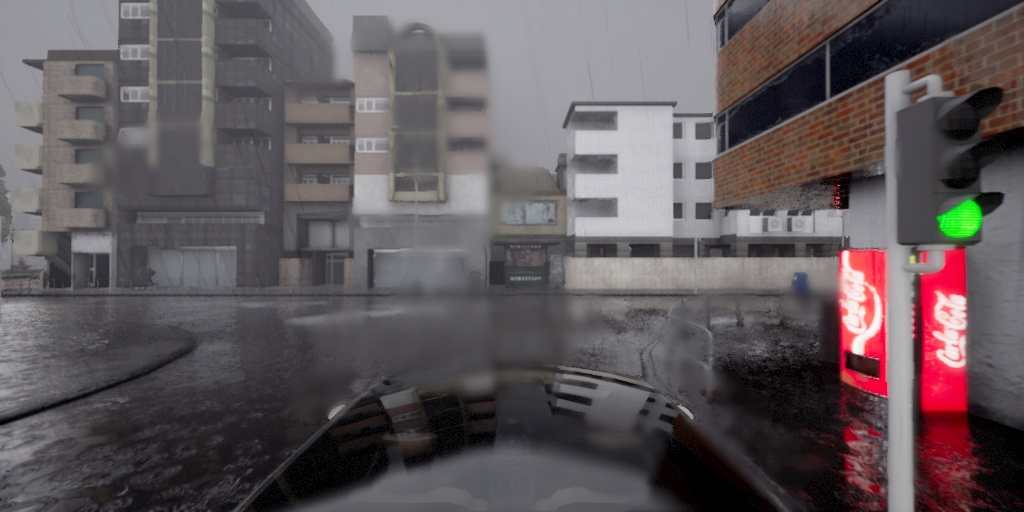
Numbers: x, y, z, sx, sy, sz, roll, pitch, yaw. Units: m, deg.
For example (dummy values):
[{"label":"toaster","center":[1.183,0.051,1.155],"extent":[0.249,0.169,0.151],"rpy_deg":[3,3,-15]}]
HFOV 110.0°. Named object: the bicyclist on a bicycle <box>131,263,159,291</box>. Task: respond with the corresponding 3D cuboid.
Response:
[{"label":"bicyclist on a bicycle","center":[-21.615,1.239,21.146],"extent":[0.582,1.620,1.656],"rpy_deg":[0,0,0]}]
